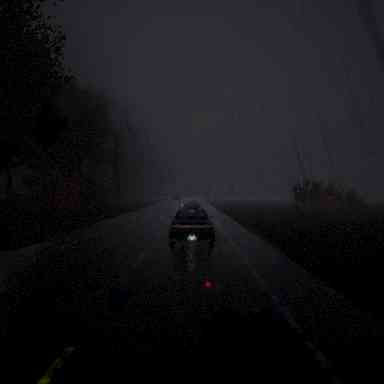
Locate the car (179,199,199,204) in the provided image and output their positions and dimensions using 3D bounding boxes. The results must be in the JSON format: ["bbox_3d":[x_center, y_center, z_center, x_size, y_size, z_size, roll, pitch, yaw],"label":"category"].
[{"bbox_3d":[0.000,1.557,29.652,1.994,1.385,4.181,0,0,0],"label":"car"}]

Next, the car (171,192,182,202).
[{"bbox_3d":[-3.500,1.129,75.898,2.150,2.045,5.566,0,0,0],"label":"car"}]

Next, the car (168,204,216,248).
[{"bbox_3d":[0.000,1.488,14.651,2.128,1.511,4.902,0,0,0],"label":"car"}]
